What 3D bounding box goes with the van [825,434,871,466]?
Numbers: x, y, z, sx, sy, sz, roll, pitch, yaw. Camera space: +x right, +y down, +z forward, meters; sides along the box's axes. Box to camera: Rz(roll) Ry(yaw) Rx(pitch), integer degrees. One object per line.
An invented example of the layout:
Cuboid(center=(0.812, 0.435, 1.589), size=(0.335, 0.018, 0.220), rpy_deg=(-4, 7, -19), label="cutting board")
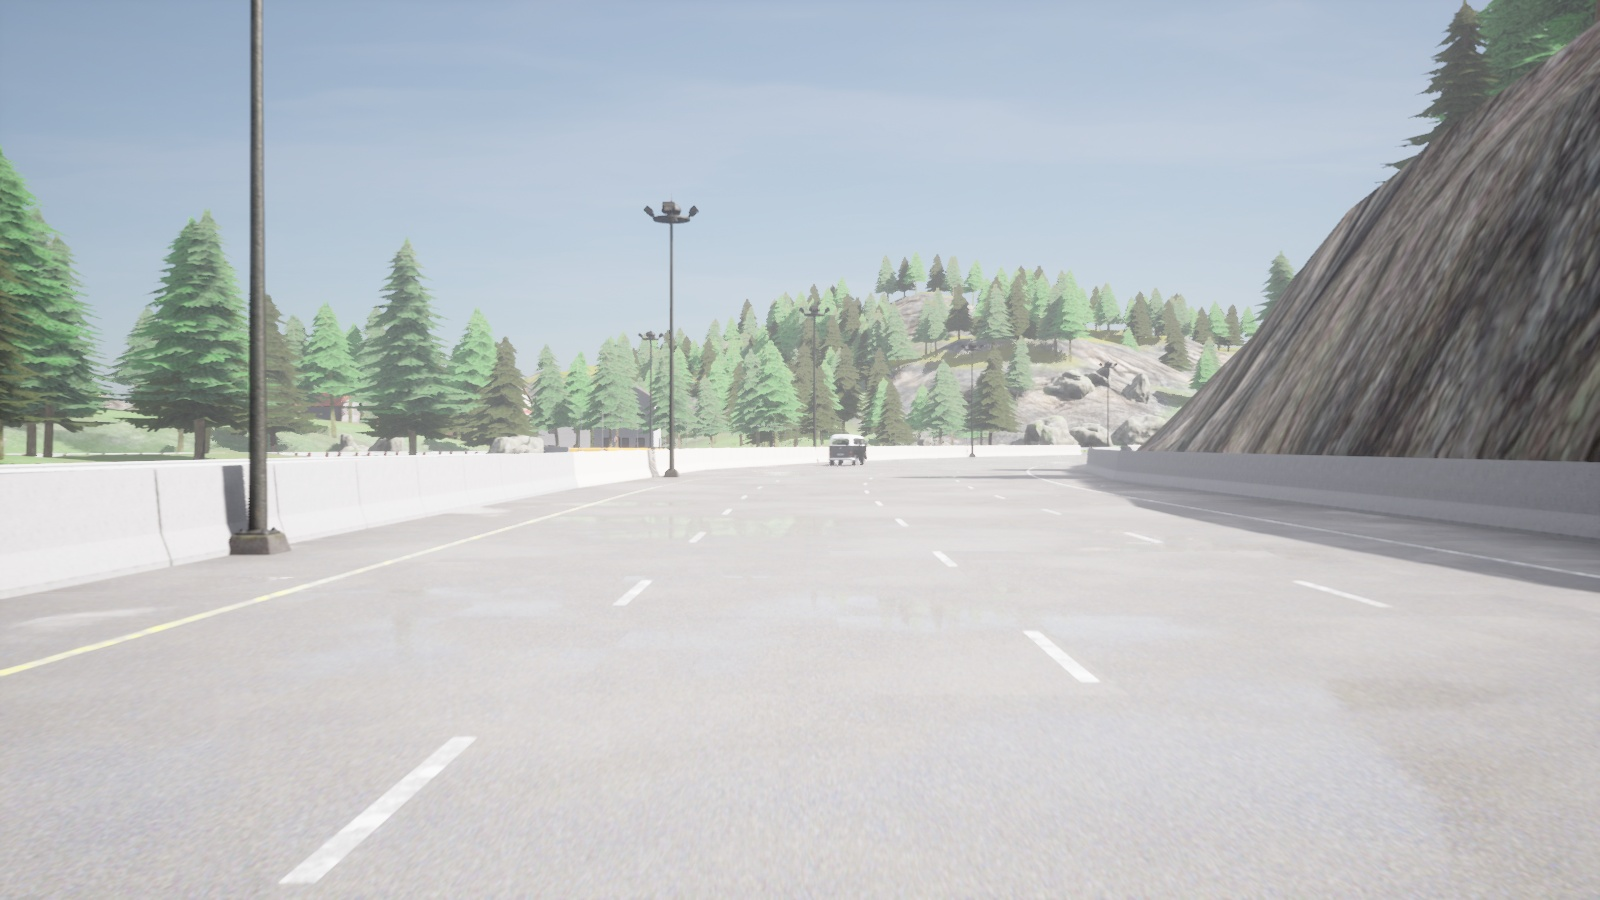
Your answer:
Cuboid(center=(3.224, 0.006, 82.717), size=(2.069, 2.038, 4.480), rpy_deg=(0, 0, 15), label="van")
